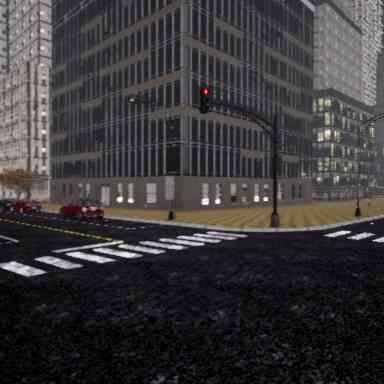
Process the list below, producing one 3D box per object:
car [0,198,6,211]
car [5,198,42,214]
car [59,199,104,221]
[{"bbox_3d":[-20.716,1.365,37.245,4.313,1.339,1.947,0,2,44],"label":"car"},{"bbox_3d":[-16.651,1.355,33.320,4.507,1.381,1.887,0,2,44],"label":"car"},{"bbox_3d":[-8.522,1.273,25.470,4.097,1.590,1.967,0,2,44],"label":"car"}]
